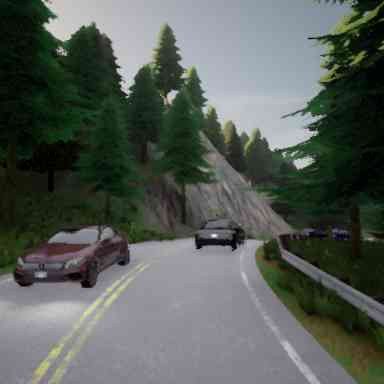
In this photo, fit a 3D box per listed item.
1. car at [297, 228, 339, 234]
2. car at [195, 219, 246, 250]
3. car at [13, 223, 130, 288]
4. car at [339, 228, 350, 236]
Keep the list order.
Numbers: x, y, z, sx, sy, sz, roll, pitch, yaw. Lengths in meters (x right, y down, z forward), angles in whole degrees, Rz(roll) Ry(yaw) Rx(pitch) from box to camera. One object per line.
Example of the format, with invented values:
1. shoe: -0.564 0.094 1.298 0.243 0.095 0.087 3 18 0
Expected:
1. car: 12.487 4.432 33.910 5.357 1.411 2.033 10 -10 -42
2. car: 1.512 2.048 16.667 1.994 1.385 4.181 -2 -5 15
3. car: -3.176 1.680 9.796 1.812 1.442 4.674 -1 -2 6
4. car: 19.042 5.850 44.344 5.566 2.045 2.150 10 -10 -41
